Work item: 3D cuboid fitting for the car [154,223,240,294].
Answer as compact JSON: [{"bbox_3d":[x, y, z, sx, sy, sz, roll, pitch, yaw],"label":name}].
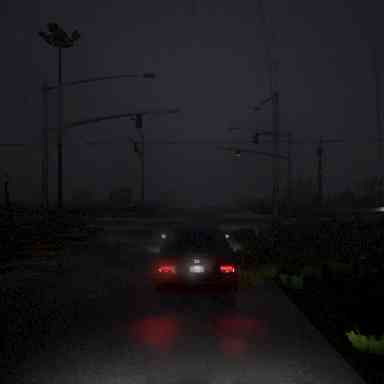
[{"bbox_3d":[0.094,1.548,8.956,2.033,1.411,5.357,0,0,0],"label":"car"}]
